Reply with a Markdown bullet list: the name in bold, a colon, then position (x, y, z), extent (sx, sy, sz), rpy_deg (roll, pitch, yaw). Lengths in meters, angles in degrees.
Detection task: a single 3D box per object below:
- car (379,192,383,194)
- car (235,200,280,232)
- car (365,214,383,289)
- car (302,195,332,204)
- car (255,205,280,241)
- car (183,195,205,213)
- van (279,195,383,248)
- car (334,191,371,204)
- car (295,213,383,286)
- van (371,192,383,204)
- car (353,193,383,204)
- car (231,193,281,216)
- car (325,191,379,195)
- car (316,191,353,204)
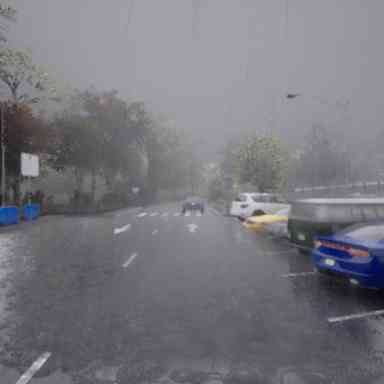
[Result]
- **car**: position (24.294, 1.028, 39.426), extent (2.435, 2.045, 5.566), rpy_deg (-1, 1, -21)
- **car**: position (5.225, 1.388, 17.175), extent (5.366, 1.575, 1.946), rpy_deg (1, 1, -20)
- **car**: position (5.412, 1.328, 5.227), extent (4.553, 1.767, 2.185), rpy_deg (1, 1, -20)
- **car**: position (21.036, 1.231, 56.297), extent (2.163, 1.488, 4.792), rpy_deg (0, 0, -21)
- **car**: position (5.403, 1.448, 14.233), extent (4.674, 1.452, 2.002), rpy_deg (1, 1, -20)
- **car**: position (0.245, 1.176, 34.637), extent (2.097, 1.767, 4.553), rpy_deg (0, 0, 4)
- **van**: position (5.504, 1.199, 11.275), extent (4.442, 1.987, 1.878), rpy_deg (1, 0, -20)
- **car**: position (27.120, 0.948, 56.406), extent (2.435, 2.045, 5.566), rpy_deg (0, -1, -22)
- **car**: position (5.379, 1.438, 8.231), extent (5.008, 1.535, 2.097), rpy_deg (1, 0, -20)
- **van**: position (33.096, 0.972, 56.677), extent (1.878, 1.987, 4.442), rpy_deg (0, 0, -21)
- **car**: position (30.116, 1.073, 56.530), extent (2.185, 1.767, 4.553), rpy_deg (0, -1, -21)
- **car**: position (5.423, 1.112, 23.266), extent (5.566, 2.045, 2.435), rpy_deg (1, 0, -20)
- **car**: position (18.412, 1.032, 39.239), extent (2.435, 2.045, 5.566), rpy_deg (0, 1, -21)
- **car**: position (24.059, 0.949, 56.373), extent (2.435, 2.045, 5.566), rpy_deg (0, 0, -21)
